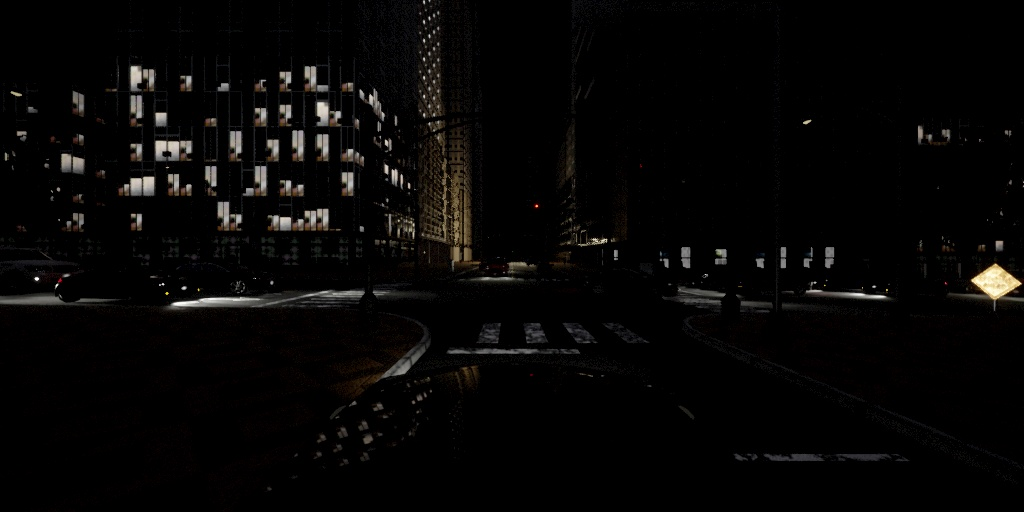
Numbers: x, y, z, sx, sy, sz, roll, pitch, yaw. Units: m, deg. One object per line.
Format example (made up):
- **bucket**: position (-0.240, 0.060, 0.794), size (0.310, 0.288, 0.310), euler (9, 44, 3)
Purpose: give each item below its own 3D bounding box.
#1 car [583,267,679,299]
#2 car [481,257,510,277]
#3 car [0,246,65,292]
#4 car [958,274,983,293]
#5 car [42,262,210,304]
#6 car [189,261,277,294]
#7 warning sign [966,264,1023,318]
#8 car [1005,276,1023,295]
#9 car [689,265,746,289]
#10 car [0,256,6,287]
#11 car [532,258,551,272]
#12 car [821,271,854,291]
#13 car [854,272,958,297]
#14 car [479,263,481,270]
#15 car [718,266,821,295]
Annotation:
- **car**: position (6.375, 1.375, 19.534), size (4.902, 1.511, 2.128), euler (1, 1, 27)
- **car**: position (-1.482, 1.120, 35.621), size (2.097, 1.767, 4.553), euler (0, 0, 2)
- **car**: position (-24.081, 0.553, 17.051), size (5.566, 2.045, 2.150), euler (1, 0, -2)
- **car**: position (33.788, 1.980, 26.257), size (4.718, 1.301, 1.895), euler (1, 0, -2)
- **car**: position (-15.040, 1.063, 14.191), size (4.181, 1.385, 1.994), euler (1, 0, -2)
- **car**: position (-14.241, 1.004, 17.486), size (4.902, 1.511, 2.128), euler (1, 0, -3)
- **warning sign**: position (17.309, 1.204, 12.837), size (1.060, 1.860, 1.300), euler (0, 0, -2)
- **car**: position (34.493, 1.745, 23.032), size (4.553, 1.767, 2.097), euler (1, 0, -2)
- **car**: position (15.071, 1.396, 25.452), size (4.553, 1.767, 2.097), euler (1, 0, -3)
- **car**: position (-23.687, 0.832, 13.820), size (4.902, 1.511, 2.128), euler (1, 0, -3)
- **car**: position (4.067, 1.329, 46.681), size (1.948, 1.339, 4.313), euler (0, 0, 0)
- **car**: position (23.694, 1.763, 25.841), size (4.181, 1.385, 1.994), euler (1, 0, -5)
- **car**: position (24.730, 1.782, 22.619), size (4.181, 1.385, 1.994), euler (1, 0, -3)
- **car**: position (-3.869, 1.343, 52.199), size (1.802, 1.307, 4.207), euler (0, 0, 0)
- **car**: position (15.862, 1.564, 22.244), size (4.892, 1.490, 1.837), euler (1, 0, -4)
